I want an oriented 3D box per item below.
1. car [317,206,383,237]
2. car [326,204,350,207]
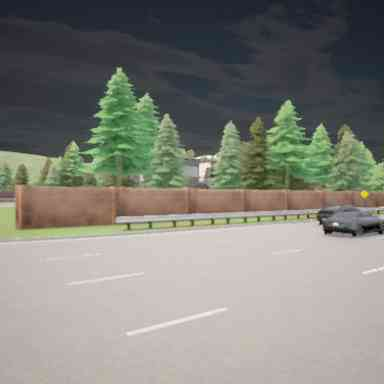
[{"bbox_3d":[9.353,1.715,19.013,4.181,1.385,1.994,1,0,-35],"label":"car"},{"bbox_3d":[11.229,1.695,24.649,4.892,1.490,1.837,1,0,-35],"label":"car"}]
